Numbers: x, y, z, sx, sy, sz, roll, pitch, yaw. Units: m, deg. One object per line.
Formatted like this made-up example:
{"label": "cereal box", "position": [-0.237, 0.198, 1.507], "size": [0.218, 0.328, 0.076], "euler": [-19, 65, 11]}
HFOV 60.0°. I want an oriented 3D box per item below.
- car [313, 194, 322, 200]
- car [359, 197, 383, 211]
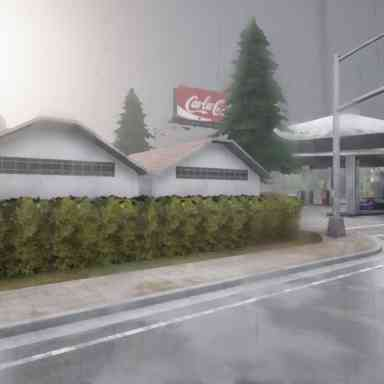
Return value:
{"label": "car", "position": [33.040, 1.330, 89.523], "size": [2.152, 1.636, 5.027], "euler": [0, 0, -36]}
{"label": "car", "position": [21.919, 1.480, 40.042], "size": [4.611, 1.667, 2.242], "euler": [0, 0, -36]}
